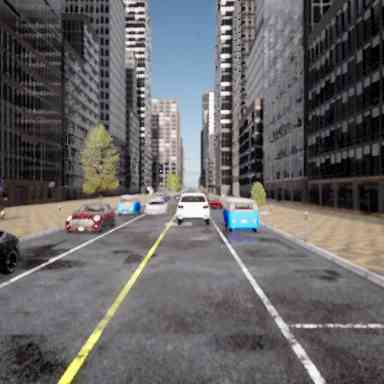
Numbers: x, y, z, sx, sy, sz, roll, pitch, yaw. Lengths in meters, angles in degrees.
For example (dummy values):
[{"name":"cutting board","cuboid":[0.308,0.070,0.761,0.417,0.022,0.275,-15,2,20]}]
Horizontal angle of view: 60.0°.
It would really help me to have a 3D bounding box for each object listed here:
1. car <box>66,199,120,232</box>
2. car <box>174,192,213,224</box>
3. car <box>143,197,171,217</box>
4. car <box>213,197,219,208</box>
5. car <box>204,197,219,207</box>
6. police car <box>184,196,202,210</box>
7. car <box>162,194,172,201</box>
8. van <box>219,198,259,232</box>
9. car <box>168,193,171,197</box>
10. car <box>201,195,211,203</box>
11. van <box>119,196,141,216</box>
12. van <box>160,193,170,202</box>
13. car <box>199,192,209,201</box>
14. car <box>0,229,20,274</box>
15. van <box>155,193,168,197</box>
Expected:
[{"name":"car","cuboid":[-5.684,1.365,19.034,1.967,1.590,4.097,0,0,0]},{"name":"car","cuboid":[0.108,1.126,23.875,2.150,2.045,5.566,0,0,1]},{"name":"car","cuboid":[-3.081,1.407,29.655,1.812,1.442,4.674,0,0,0]},{"name":"car","cuboid":[2.705,1.375,41.704,1.887,1.381,4.507,0,0,0]},{"name":"car","cuboid":[2.707,1.372,47.372,1.947,1.339,4.313,0,0,0]},{"name":"police car","cuboid":[0.117,1.331,41.817,2.038,1.542,4.974,0,0,0]},{"name":"car","cuboid":[-5.663,1.217,75.716,1.887,1.381,4.507,0,0,0]},{"name":"van","cuboid":[2.696,1.266,19.030,1.690,1.788,3.998,0,0,0]},{"name":"car","cuboid":[-5.667,1.043,64.379,2.192,1.841,5.009,0,0,0]},{"name":"car","cuboid":[2.714,1.310,64.377,1.802,1.307,4.206,0,0,0]},{"name":"van","cuboid":[-5.680,1.219,30.370,1.690,1.788,3.998,0,0,0]},{"name":"van","cuboid":[-5.665,1.042,70.048,1.690,1.788,3.998,0,0,0]},{"name":"car","cuboid":[2.718,0.987,75.712,2.192,1.841,5.009,0,0,0]},{"name":"car","cuboid":[-5.688,1.536,7.698,1.947,1.339,4.313,0,0,0]},{"name":"van","cuboid":[-5.669,1.097,58.712,1.690,1.788,3.998,0,0,0]}]
